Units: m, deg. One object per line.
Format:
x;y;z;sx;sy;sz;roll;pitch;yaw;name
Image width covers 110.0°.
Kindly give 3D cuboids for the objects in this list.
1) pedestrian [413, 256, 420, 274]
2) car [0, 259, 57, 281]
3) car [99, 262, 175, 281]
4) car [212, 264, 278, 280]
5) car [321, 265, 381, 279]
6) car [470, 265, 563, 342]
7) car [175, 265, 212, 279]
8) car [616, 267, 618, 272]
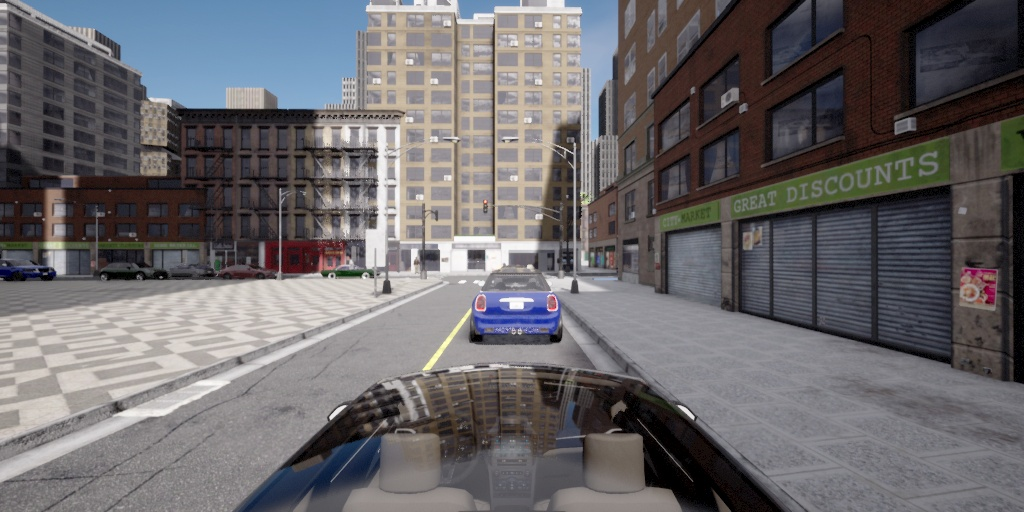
-10.204;0.965;38.220;0.375;1.860;0.375;0;0;-1;pedestrian
-43.875;1.253;31.562;5.566;2.045;2.150;0;0;0;car
-33.254;1.320;31.670;4.553;1.767;2.097;0;0;-1;car
-23.305;1.429;31.818;4.674;1.442;1.812;0;0;-1;car
-14.235;1.439;31.926;4.718;1.301;1.895;0;0;-1;car
0.095;1.100;9.941;2.097;1.767;4.553;0;0;0;car
-31.468;1.530;34.889;4.181;1.385;1.994;0;0;-1;car
12.844;1.114;35.508;4.892;1.490;1.837;-1;0;-1;car
